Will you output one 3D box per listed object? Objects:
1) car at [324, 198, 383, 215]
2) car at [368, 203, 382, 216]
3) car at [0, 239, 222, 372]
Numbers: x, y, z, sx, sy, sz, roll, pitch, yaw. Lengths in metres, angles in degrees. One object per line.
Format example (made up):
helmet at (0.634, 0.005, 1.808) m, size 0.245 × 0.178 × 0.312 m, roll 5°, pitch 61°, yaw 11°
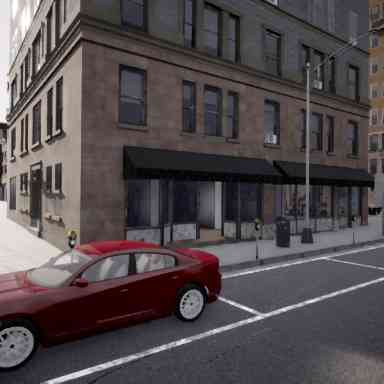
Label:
car at (16.262, 1.411, 33.347) m, size 2.033 × 1.411 × 5.357 m, roll 1°, pitch 0°, yaw -35°
car at (14.497, 1.443, 30.194) m, size 1.895 × 1.301 × 4.718 m, roll 1°, pitch 0°, yaw -35°
car at (-1.536, 1.545, 5.658) m, size 4.507 × 1.381 × 1.887 m, roll 0°, pitch 1°, yaw -35°
